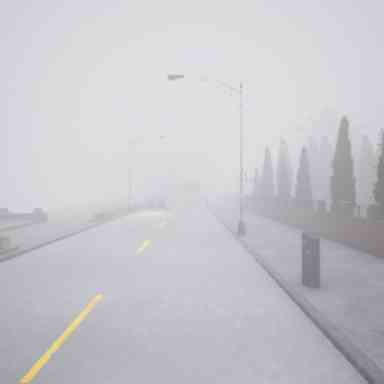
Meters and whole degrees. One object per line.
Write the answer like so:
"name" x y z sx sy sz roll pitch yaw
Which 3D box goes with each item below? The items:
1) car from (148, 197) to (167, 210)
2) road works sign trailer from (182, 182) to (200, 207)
"car" -4.076 1.347 39.688 2.128 1.511 4.902 0 0 0
"road works sign trailer" 0.015 0.289 48.177 2.380 3.560 2.880 0 0 0
